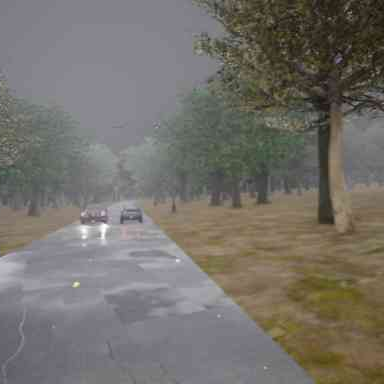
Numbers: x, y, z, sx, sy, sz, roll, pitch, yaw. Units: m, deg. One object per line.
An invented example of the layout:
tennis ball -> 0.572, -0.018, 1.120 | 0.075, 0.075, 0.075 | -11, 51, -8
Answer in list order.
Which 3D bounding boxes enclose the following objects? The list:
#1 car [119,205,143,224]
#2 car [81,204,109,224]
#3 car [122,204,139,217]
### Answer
car -> -5.390, 1.918, 29.482 | 2.128, 1.511, 4.902 | -1, -1, -11
car -> -8.538, 1.843, 29.483 | 2.097, 1.767, 4.553 | -1, -1, -11
car -> -7.527, 2.200, 40.487 | 1.895, 1.301, 4.718 | -1, -1, -11
